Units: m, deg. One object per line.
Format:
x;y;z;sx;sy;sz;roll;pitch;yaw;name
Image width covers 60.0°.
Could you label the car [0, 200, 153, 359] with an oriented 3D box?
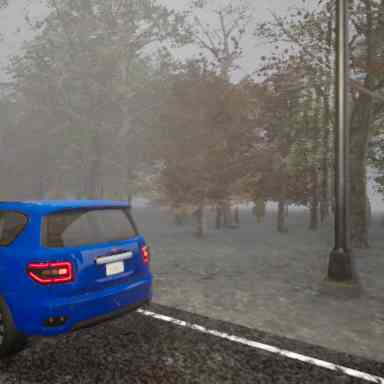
-3.221;1.185;6.041;5.566;2.045;2.150;-2;-1;35;car
